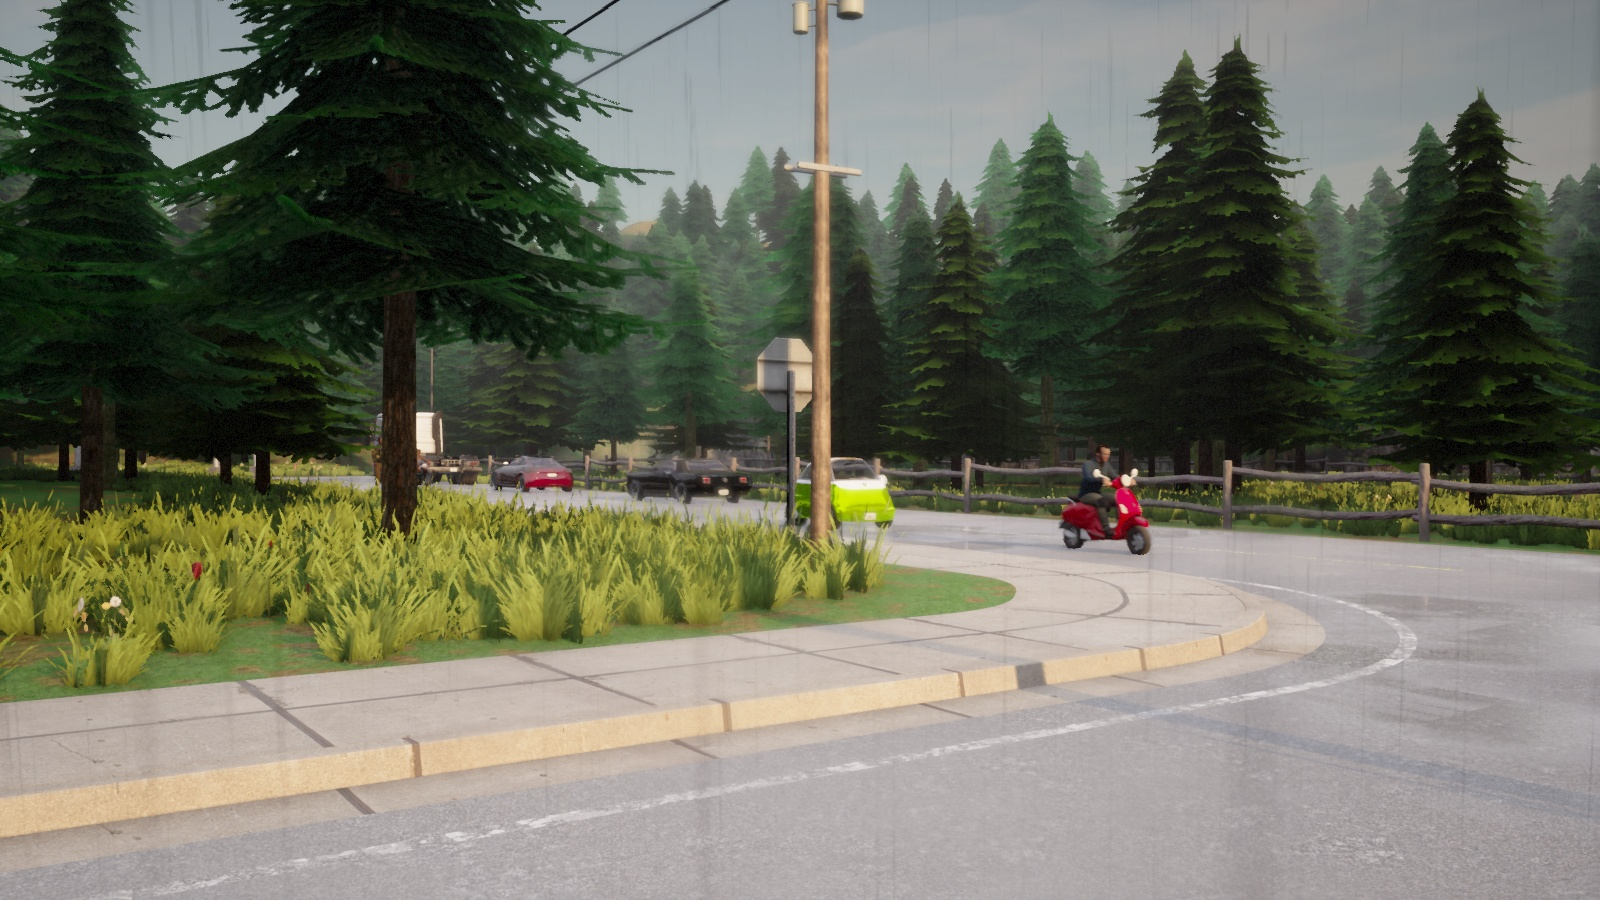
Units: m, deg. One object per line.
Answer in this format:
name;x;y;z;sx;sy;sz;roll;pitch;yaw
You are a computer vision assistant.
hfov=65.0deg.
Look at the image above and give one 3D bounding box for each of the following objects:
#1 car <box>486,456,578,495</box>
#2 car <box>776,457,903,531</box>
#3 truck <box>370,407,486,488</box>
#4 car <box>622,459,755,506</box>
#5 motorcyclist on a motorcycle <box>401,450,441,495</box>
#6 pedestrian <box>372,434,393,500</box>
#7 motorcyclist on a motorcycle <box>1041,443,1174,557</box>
car;-10.126;0.919;47.275;1.994;1.385;4.181;0;0;-34
car;0.745;0.823;24.480;1.481;1.376;2.207;0;0;-32
truck;-17.312;-0.085;58.062;2.891;3.462;7.936;0;0;-34
car;-3.372;0.916;37.144;1.895;1.301;4.718;0;0;-34
motorcyclist on a motorcycle;-14.233;0.814;47.131;0.766;1.649;2.350;0;0;-34
pedestrian;-12.375;0.497;37.241;0.395;1.930;0.692;0;0;-36
motorcyclist on a motorcycle;4.502;0.699;18.515;0.866;1.590;1.817;0;0;-32
